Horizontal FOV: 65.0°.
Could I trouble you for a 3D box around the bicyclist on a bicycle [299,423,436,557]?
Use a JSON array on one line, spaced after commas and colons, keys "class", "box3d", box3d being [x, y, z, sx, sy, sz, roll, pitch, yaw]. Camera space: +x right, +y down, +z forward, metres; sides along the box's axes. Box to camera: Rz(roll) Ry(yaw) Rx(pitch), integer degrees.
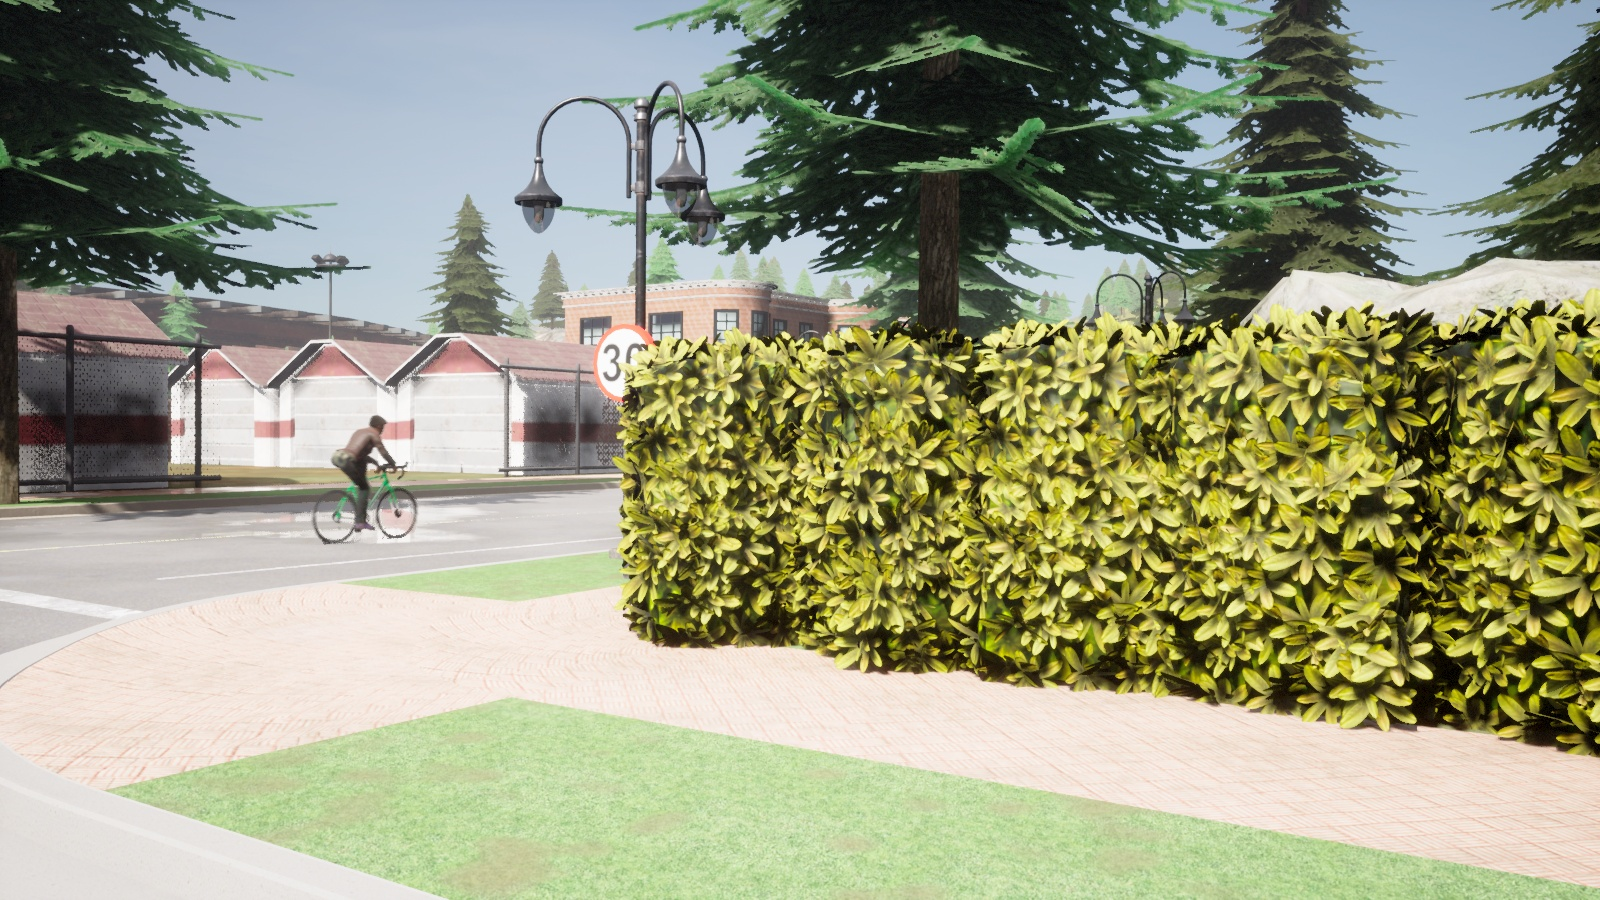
[{"class": "bicyclist on a bicycle", "box3d": [-5.516, 0.476, 16.101, 0.582, 1.620, 1.656, 0, 1, 32]}]
